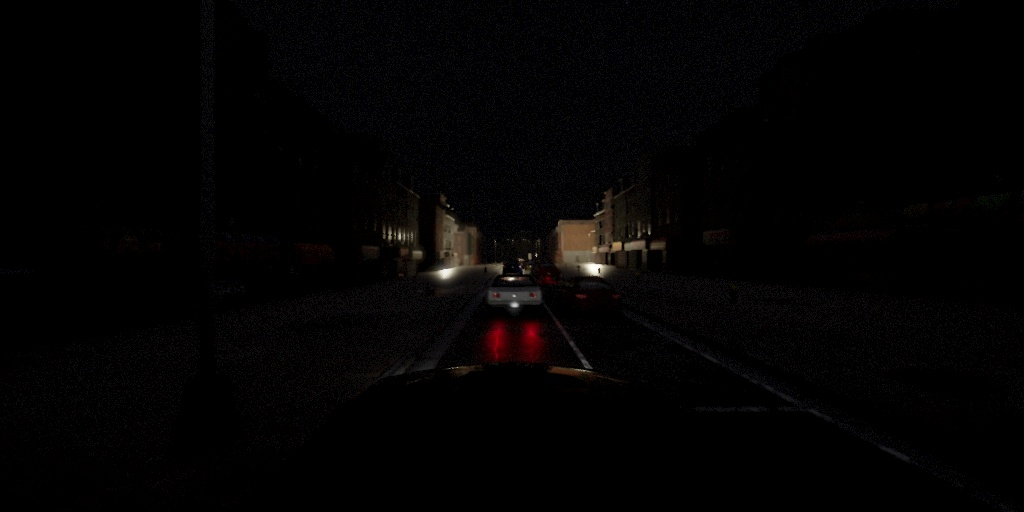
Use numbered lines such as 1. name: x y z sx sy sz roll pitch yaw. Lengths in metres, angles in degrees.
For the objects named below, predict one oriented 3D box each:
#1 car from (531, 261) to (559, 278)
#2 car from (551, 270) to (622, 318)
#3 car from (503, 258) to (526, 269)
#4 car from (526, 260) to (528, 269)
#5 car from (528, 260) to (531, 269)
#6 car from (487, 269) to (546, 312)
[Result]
1. car: 3.003 1.280 31.603 1.882 1.535 5.008 0 0 0
2. car: 2.633 1.342 12.698 1.802 1.307 4.207 0 0 0
3. car: 0.081 1.179 38.622 2.097 1.767 4.553 0 0 0
4. car: 2.618 1.403 51.134 1.751 1.417 4.829 0 0 0
5. car: 3.009 1.352 38.604 1.812 1.442 4.674 0 0 0
6. car: 0.103 1.364 14.260 1.895 1.301 4.718 0 0 0
